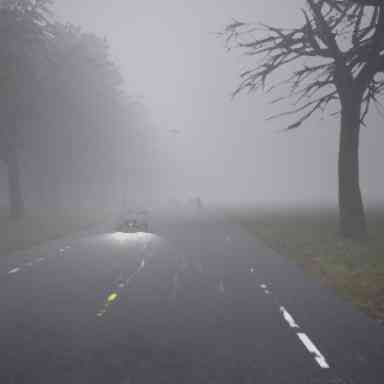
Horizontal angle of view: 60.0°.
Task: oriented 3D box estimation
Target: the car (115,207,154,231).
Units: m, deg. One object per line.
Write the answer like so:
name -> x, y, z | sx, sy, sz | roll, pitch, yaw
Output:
car -> -3.585, 1.694, 21.341 | 1.994, 1.385, 4.181 | 0, 0, 0

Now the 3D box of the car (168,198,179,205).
car -> -3.480, 1.760, 62.958 | 2.033, 1.411, 5.357 | 0, 0, 1

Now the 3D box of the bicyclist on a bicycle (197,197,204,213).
bicyclist on a bicycle -> 0.985, 1.624, 39.081 | 0.866, 1.612, 1.509 | 0, 0, 0

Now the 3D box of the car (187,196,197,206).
car -> 0.046, 1.761, 61.109 | 2.033, 1.411, 5.357 | 0, 0, 0

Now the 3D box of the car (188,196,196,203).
car -> 0.049, 1.727, 76.359 | 1.812, 1.442, 4.674 | 0, 0, 0

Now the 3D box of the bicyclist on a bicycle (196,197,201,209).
bicyclist on a bicycle -> 0.993, 1.576, 49.231 | 0.659, 1.776, 1.843 | 0, 0, 0
